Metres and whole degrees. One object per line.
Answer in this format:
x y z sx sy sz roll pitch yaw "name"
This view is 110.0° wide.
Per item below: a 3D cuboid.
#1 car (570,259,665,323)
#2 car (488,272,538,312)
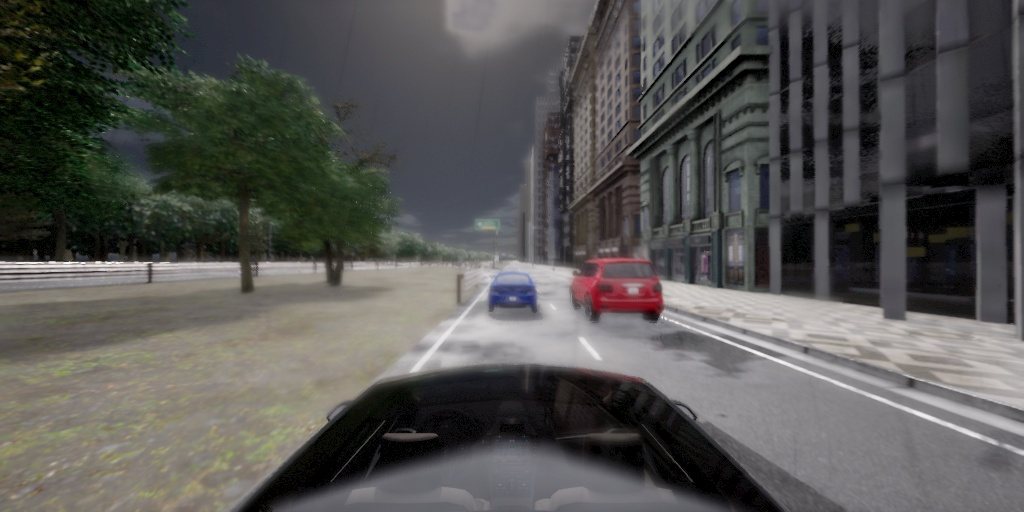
3.527 1.120 12.995 2.150 2.045 5.566 0 -1 0 "car"
0.051 1.406 15.344 1.882 1.535 5.008 0 0 1 "car"
